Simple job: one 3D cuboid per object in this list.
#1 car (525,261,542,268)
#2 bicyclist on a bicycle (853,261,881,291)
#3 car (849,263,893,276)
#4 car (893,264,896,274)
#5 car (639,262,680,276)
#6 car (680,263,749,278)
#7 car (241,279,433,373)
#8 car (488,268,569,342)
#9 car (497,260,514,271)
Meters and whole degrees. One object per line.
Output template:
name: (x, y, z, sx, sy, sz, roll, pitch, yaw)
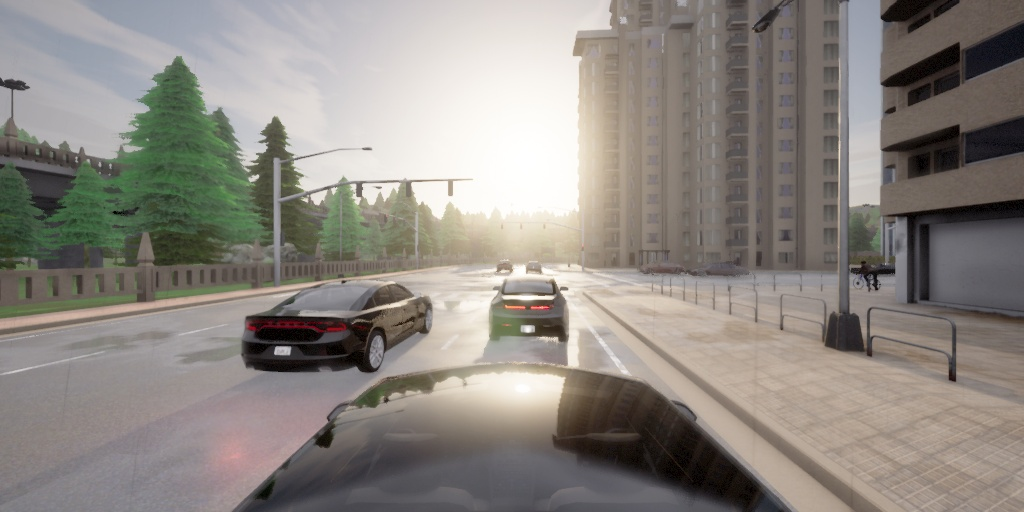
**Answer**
car: (2.693, 1.315, 44.770, 1.994, 1.385, 4.181, 0, 0, 4)
bicyclist on a bicycle: (19.756, 1.105, 19.999, 0.582, 1.620, 1.656, 0, 0, 3)
car: (37.887, 1.402, 37.043, 4.718, 1.301, 1.895, 0, 0, 3)
car: (39.362, 1.282, 33.454, 5.008, 1.535, 1.882, 0, 0, 3)
car: (15.982, 1.326, 38.164, 4.674, 1.442, 1.812, 0, 0, 2)
car: (19.625, 1.348, 34.504, 5.357, 1.411, 2.033, 0, 0, 3)
car: (-3.161, 1.227, 7.678, 1.882, 1.535, 5.008, 0, 0, 4)
car: (0.494, 1.254, 9.798, 1.837, 1.490, 4.892, 0, 0, 4)
car: (-0.832, 1.248, 44.516, 1.837, 1.490, 4.892, 0, 0, 4)
